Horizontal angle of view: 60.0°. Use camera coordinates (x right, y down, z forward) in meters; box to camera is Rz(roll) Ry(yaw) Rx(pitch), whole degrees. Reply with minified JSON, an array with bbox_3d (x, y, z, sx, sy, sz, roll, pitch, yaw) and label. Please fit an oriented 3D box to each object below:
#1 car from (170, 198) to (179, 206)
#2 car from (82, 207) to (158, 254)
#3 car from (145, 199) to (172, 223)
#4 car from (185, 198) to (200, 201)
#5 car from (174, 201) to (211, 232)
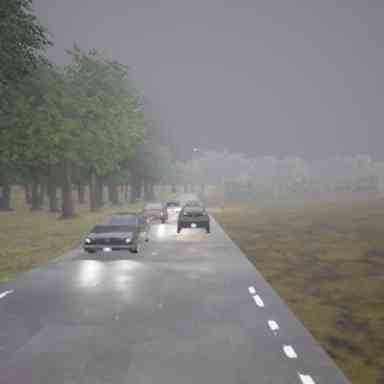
[{"bbox_3d":[-2.784,1.620,50.058,1.895,1.301,4.718,0,0,0],"label":"car"},{"bbox_3d":[-2.845,1.557,13.838,2.033,1.411,5.357,0,0,0],"label":"car"},{"bbox_3d":[-2.836,1.546,25.565,1.812,1.442,4.674,0,0,1],"label":"car"},{"bbox_3d":[0.068,1.504,45.475,2.128,1.511,4.902,0,0,0],"label":"car"},{"bbox_3d":[0.087,1.520,20.107,1.837,1.490,4.892,0,0,0],"label":"car"}]
